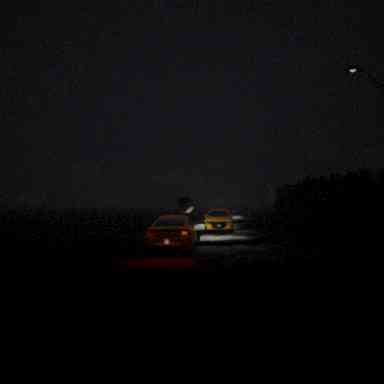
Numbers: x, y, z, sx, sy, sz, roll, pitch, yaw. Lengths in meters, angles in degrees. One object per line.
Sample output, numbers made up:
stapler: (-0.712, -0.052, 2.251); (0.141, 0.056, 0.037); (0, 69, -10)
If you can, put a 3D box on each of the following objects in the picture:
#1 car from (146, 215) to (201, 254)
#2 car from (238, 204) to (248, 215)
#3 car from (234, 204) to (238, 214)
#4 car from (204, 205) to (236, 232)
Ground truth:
car: (-0.783, 1.786, 15.142); (1.882, 1.535, 5.008); (0, -1, 4)
car: (6.613, 2.388, 46.515); (2.128, 1.511, 4.902); (-1, -1, 21)
car: (3.256, 2.162, 34.535); (2.128, 1.511, 4.902); (-1, -1, 11)
car: (1.942, 1.947, 23.986); (1.882, 1.535, 5.008); (0, -1, 4)
